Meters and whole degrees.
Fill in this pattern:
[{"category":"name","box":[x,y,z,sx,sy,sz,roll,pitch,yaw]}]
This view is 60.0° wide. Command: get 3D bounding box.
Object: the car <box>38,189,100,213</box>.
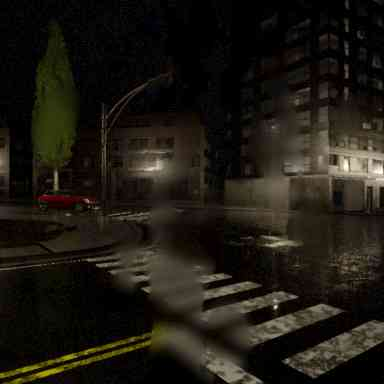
[{"category":"car","box":[-9.554,0.617,26.029,4.553,1.767,2.097,1,0,11]}]
